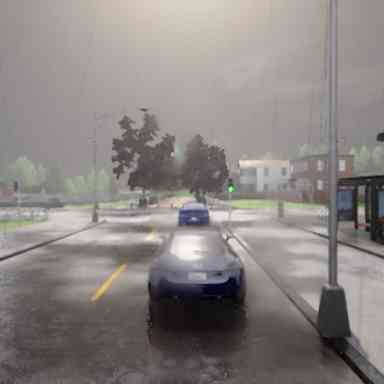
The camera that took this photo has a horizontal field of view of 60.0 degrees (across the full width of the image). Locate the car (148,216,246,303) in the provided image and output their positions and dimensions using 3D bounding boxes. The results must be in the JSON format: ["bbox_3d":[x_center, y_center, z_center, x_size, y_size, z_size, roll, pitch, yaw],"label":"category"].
[{"bbox_3d":[0.101,1.526,8.187,1.994,1.385,4.181,0,0,0],"label":"car"}]

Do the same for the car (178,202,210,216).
[{"bbox_3d":[0.125,1.379,21.502,1.882,1.535,5.008,0,0,0],"label":"car"}]
